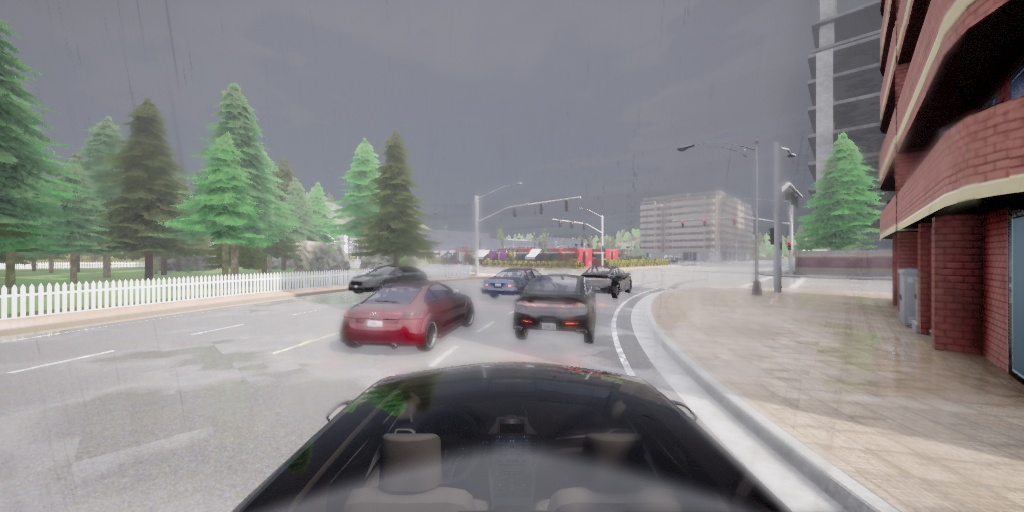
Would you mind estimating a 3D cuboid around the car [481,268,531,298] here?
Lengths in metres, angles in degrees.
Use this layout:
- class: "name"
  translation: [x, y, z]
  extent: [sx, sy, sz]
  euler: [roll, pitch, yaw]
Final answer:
- class: "car"
  translation: [0.463, 1.297, 17.823]
  extent: [2.033, 1.411, 5.357]
  euler: [0, 0, 25]

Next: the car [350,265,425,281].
- class: "car"
  translation: [-6.619, 1.258, 19.641]
  extent: [1.837, 1.490, 4.892]
  euler: [0, -1, 23]

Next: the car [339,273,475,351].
- class: "car"
  translation: [-2.365, 1.314, 9.105]
  extent: [1.994, 1.385, 4.181]
  euler: [0, 0, 10]

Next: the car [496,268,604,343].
- class: "car"
  translation: [1.344, 1.242, 9.777]
  extent: [2.128, 1.511, 4.902]
  euler: [0, 0, 14]

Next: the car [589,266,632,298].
- class: "car"
  translation: [4.836, 1.236, 18.338]
  extent: [2.128, 1.511, 4.902]
  euler: [1, 1, 29]
